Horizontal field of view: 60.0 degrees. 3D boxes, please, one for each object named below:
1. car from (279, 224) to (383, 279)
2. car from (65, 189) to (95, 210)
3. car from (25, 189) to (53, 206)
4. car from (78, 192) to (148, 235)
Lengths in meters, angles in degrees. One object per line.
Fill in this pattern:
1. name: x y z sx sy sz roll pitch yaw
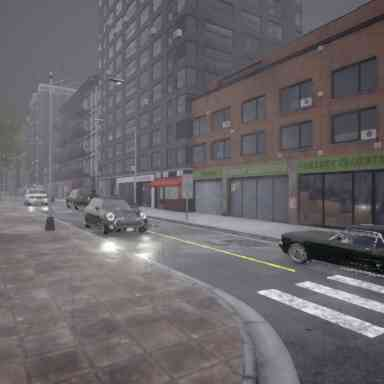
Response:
1. car: 4.628 1.517 8.830 1.895 1.301 4.718 0 1 -33
2. car: -11.159 0.708 33.546 2.150 2.045 5.566 0 0 -32
3. car: -18.703 0.608 39.994 2.150 2.045 5.566 0 0 -32
4. car: -3.971 1.067 16.805 2.097 1.767 4.553 0 1 -33
